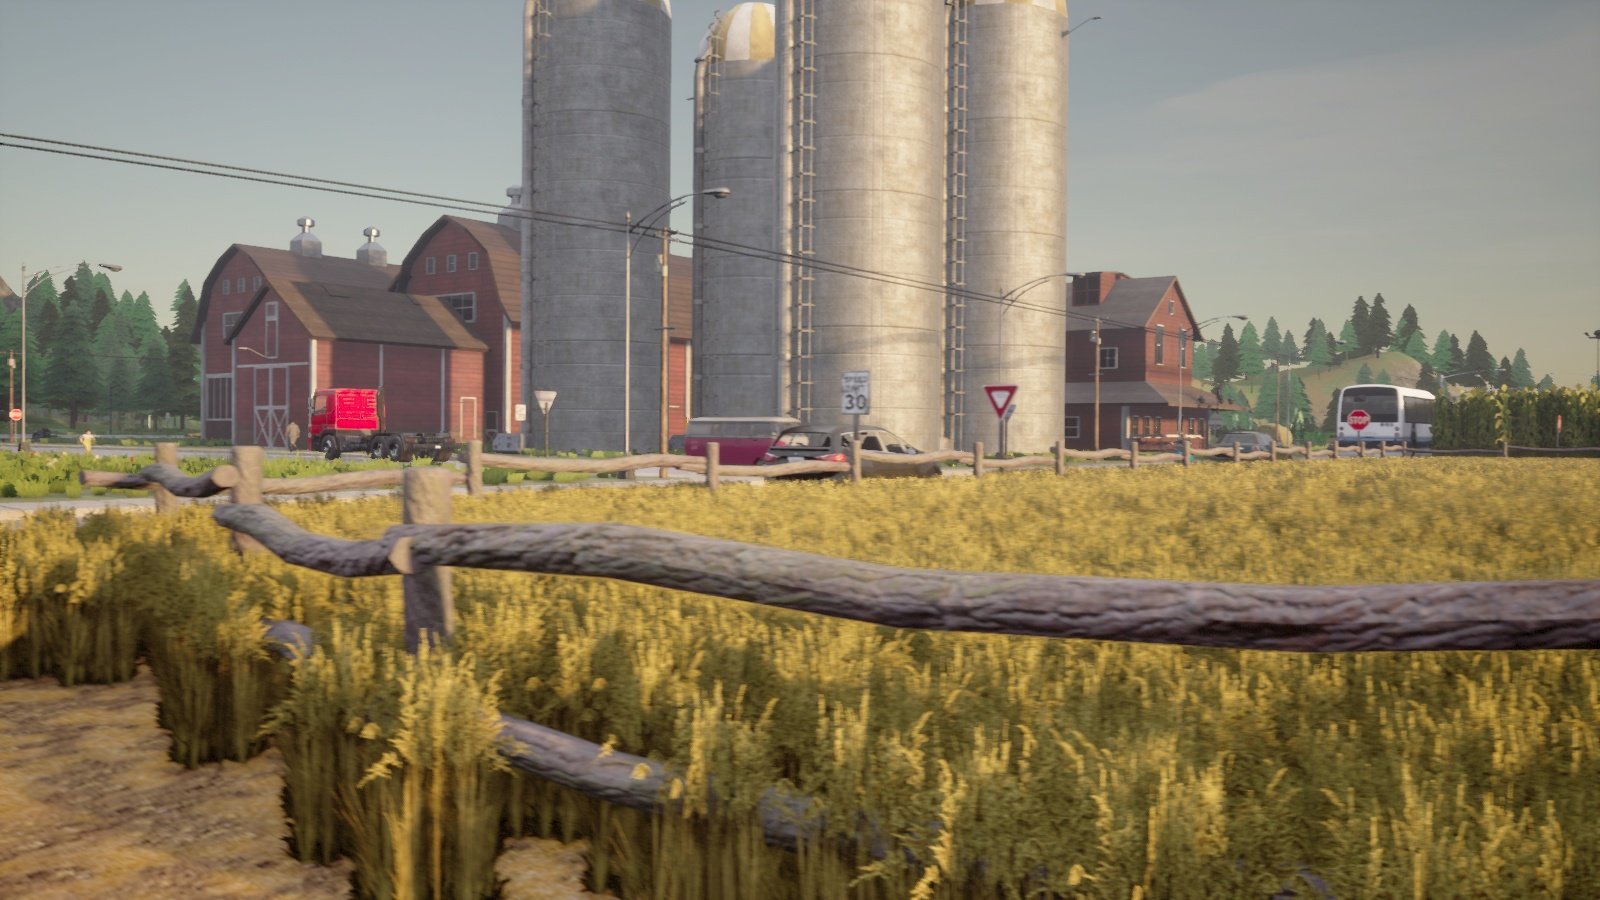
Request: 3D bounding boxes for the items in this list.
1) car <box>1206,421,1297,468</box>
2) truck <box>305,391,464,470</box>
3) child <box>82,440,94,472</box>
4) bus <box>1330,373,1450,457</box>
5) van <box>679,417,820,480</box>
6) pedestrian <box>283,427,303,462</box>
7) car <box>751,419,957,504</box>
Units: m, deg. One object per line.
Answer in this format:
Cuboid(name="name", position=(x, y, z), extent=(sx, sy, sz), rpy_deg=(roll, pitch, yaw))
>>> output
Cuboid(name="car", position=(17.743, -0.242, 49.210), extent=(2.097, 1.767, 4.553), rpy_deg=(0, 1, 37))
Cuboid(name="truck", position=(-19.355, -0.869, 58.287), extent=(7.936, 3.462, 2.891), rpy_deg=(0, 1, 36))
Cuboid(name="child", position=(-28.462, 0.240, 50.199), extent=(0.437, 1.263, 0.270), rpy_deg=(0, 1, 35))
Cuboid(name="bus", position=(32.530, -1.878, 68.946), extent=(3.944, 4.253, 10.273), rpy_deg=(0, 1, 37))
Cuboid(name="van", position=(-1.683, -0.062, 41.154), extent=(4.442, 1.987, 1.775), rpy_deg=(0, 1, 36))
Cuboid(name="pedestrian", position=(-27.838, -0.301, 68.980), extent=(0.873, 1.952, 0.659), rpy_deg=(0, 1, 37))
Cuboid(name="car", position=(1.273, 0.193, 27.228), extent=(2.242, 1.667, 4.611), rpy_deg=(0, 1, 37))
